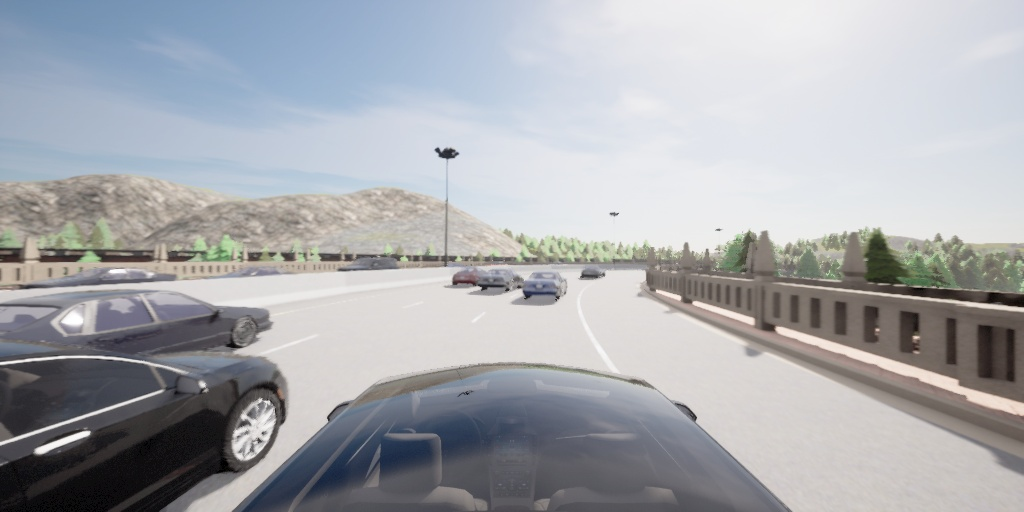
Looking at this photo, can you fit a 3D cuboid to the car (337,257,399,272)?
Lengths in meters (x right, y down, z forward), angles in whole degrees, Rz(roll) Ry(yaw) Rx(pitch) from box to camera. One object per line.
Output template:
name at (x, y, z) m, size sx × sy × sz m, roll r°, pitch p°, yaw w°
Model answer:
car at (-10.692, 1.125, 26.982) m, size 2.150 × 2.045 × 5.566 m, roll 0°, pitch -1°, yaw 15°

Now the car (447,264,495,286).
car at (-3.027, 1.547, 27.679) m, size 1.994 × 1.385 × 4.181 m, roll 0°, pitch -1°, yaw 16°

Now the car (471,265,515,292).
car at (-0.624, 1.512, 23.533) m, size 2.033 × 1.411 × 5.357 m, roll 0°, pitch -1°, yaw 14°

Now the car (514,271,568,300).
car at (1.859, 1.493, 19.193) m, size 2.033 × 1.411 × 5.357 m, roll 0°, pitch -1°, yaw 14°

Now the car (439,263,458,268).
car at (-8.665, 1.695, 51.466) m, size 1.812 × 1.442 × 4.674 m, roll 0°, pitch -1°, yaw 28°

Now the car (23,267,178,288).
car at (-19.775, 1.266, 17.710) m, size 2.033 × 1.411 × 5.357 m, roll 0°, pitch -1°, yaw 9°

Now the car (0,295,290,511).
car at (-3.318, 1.224, 1.915) m, size 1.837 × 1.490 × 4.892 m, roll 0°, pitch -1°, yaw 0°

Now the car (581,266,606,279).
car at (9.046, 1.788, 39.771) m, size 1.994 × 1.385 × 4.181 m, roll 0°, pitch -1°, yaw 27°

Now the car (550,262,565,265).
car at (7.889, 1.875, 64.220) m, size 2.097 × 1.767 × 4.553 m, roll 0°, pitch -1°, yaw 38°

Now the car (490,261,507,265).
car at (-2.456, 1.621, 55.358) m, size 2.097 × 1.767 × 4.553 m, roll 0°, pitch -1°, yaw 32°

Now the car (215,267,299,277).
car at (-15.496, 1.349, 21.775) m, size 2.033 × 1.411 × 5.357 m, roll 0°, pitch -1°, yaw 11°

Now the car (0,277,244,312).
car at (-6.751, 1.276, 6.158) m, size 2.033 × 1.411 × 5.357 m, roll 1°, pitch -1°, yaw 3°
